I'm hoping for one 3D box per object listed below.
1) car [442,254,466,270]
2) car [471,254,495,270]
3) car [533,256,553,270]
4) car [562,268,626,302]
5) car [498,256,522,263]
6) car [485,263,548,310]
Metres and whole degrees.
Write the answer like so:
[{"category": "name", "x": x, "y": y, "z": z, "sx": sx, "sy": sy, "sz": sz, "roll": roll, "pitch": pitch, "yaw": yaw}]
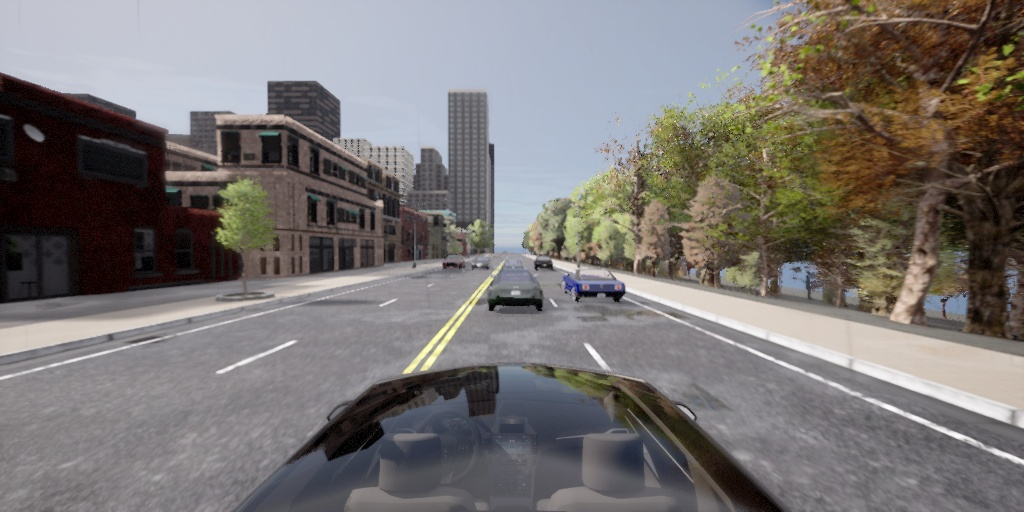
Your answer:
[{"category": "car", "x": -6.576, "y": 0.597, "z": 40.905, "sx": 2.097, "sy": 1.767, "sz": 4.553, "roll": 0, "pitch": 1, "yaw": 0}, {"category": "car", "x": -3.337, "y": 0.759, "z": 39.270, "sx": 2.128, "sy": 1.511, "sz": 4.902, "roll": 0, "pitch": 1, "yaw": 0}, {"category": "car", "x": 3.345, "y": 0.744, "z": 39.263, "sx": 1.882, "sy": 1.535, "sz": 5.008, "roll": 0, "pitch": 1, "yaw": 0}, {"category": "car", "x": 3.350, "y": 1.173, "z": 15.644, "sx": 1.895, "sy": 1.301, "sz": 4.718, "roll": 0, "pitch": 1, "yaw": 0}, {"category": "car", "x": 0.080, "y": 0.937, "z": 29.767, "sx": 2.033, "sy": 1.411, "sz": 5.357, "roll": 0, "pitch": 1, "yaw": 0}, {"category": "car", "x": 0.106, "y": 1.160, "z": 13.829, "sx": 1.994, "sy": 1.385, "sz": 4.181, "roll": 0, "pitch": 1, "yaw": -1}]
